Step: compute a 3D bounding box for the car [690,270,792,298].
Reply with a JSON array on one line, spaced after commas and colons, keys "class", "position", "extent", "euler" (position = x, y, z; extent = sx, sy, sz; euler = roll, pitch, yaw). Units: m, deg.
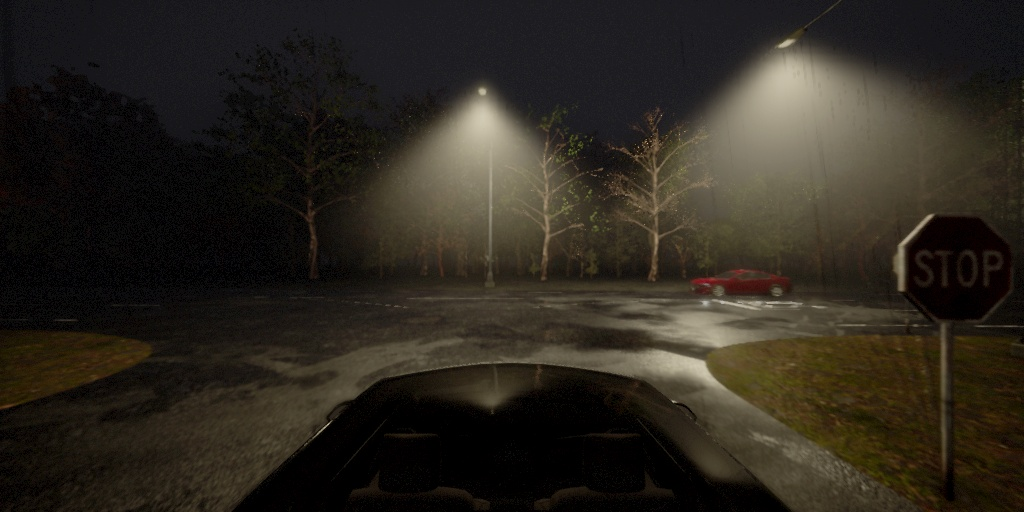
[{"class": "car", "position": [12.529, 1.519, 19.812], "extent": [5.008, 1.535, 1.882], "euler": [0, -1, 1]}]
